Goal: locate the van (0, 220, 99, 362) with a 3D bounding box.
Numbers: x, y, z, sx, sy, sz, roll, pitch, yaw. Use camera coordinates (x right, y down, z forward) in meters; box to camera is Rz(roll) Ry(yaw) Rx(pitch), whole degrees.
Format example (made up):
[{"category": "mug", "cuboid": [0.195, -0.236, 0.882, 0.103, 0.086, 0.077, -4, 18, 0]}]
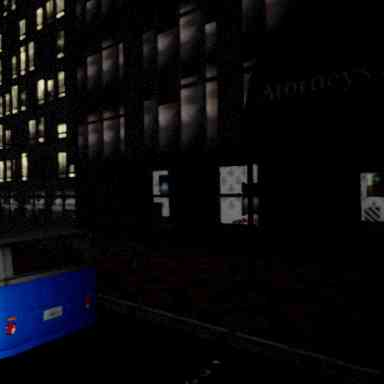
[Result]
[{"category": "van", "cuboid": [-3.311, 1.388, 5.526, 3.998, 1.788, 1.690, -1, 0, 37]}]
